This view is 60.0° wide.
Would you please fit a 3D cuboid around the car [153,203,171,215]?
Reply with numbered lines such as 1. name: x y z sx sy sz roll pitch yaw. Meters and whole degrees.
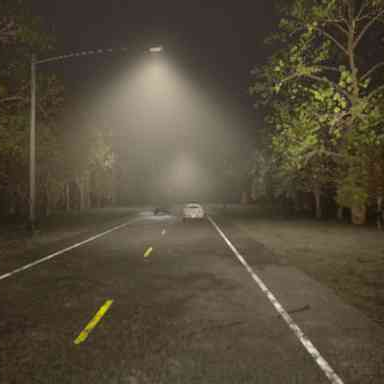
1. car: -3.573 2.041 40.044 1.895 1.301 4.718 0 -1 0

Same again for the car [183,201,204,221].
1. car: 0.111 1.866 30.746 1.812 1.442 4.674 0 -1 0
